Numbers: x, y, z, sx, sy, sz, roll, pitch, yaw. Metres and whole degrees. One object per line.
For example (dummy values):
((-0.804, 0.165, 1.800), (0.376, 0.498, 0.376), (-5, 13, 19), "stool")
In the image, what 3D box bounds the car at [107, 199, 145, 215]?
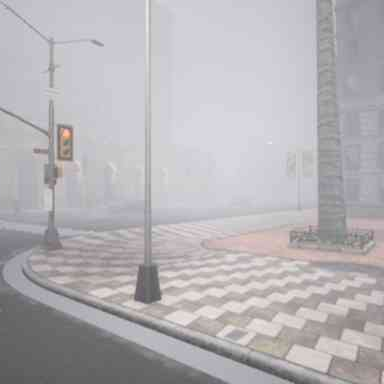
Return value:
((-6.287, 1.463, 33.327), (1.812, 1.442, 4.674), (0, 0, 39), "car")

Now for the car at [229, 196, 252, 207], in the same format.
((7.414, 1.441, 50.393), (1.837, 1.490, 4.892), (0, 0, 39), "car")
